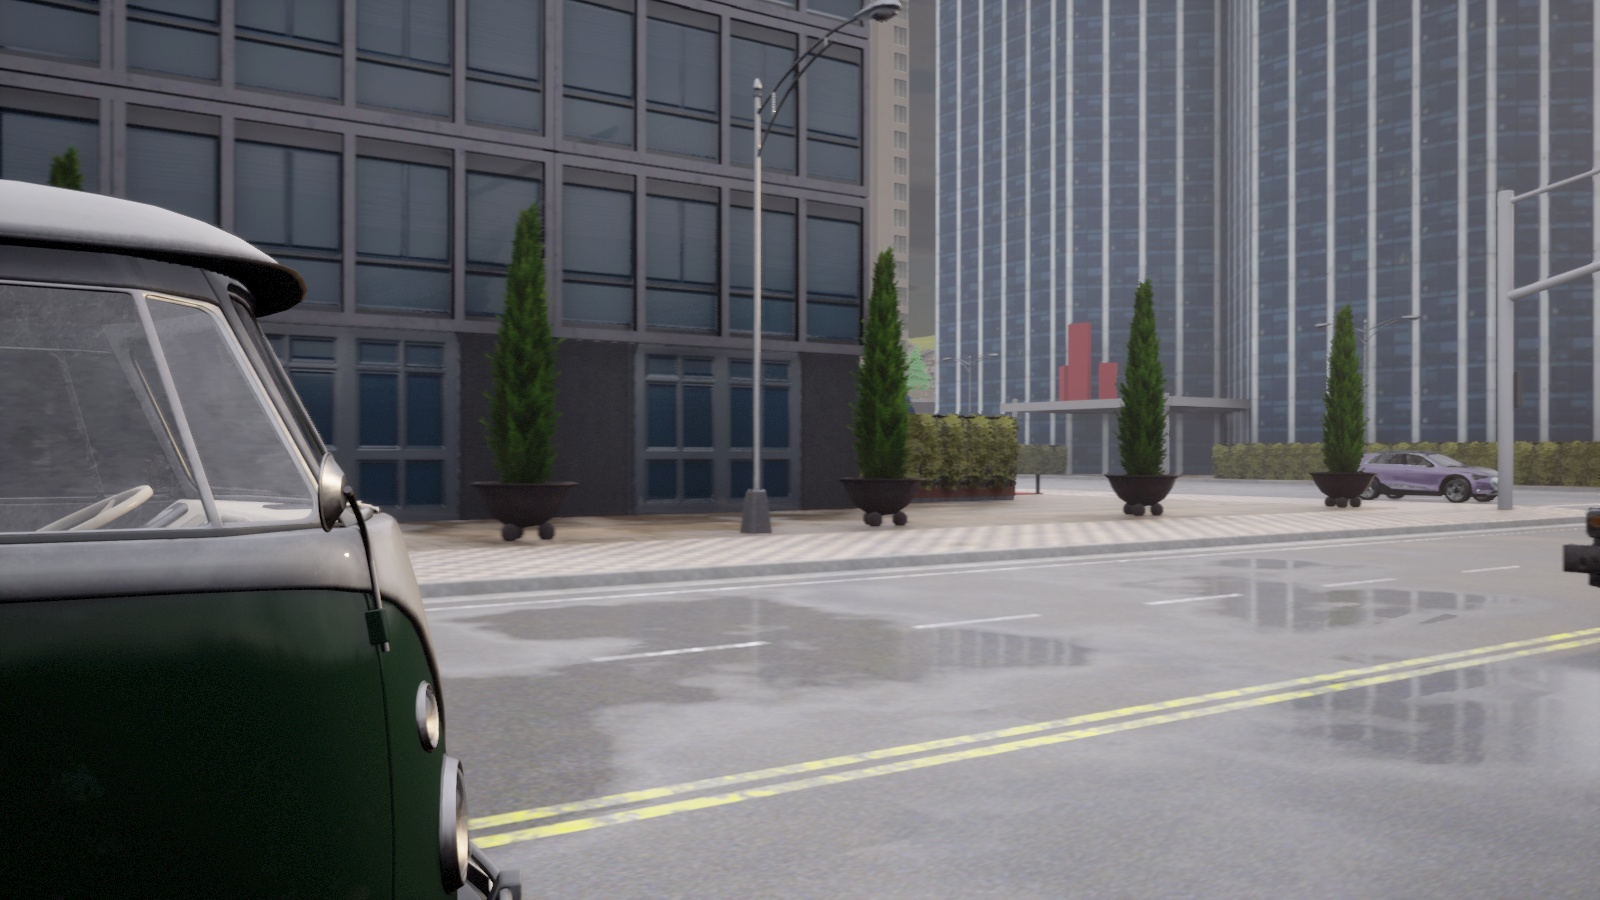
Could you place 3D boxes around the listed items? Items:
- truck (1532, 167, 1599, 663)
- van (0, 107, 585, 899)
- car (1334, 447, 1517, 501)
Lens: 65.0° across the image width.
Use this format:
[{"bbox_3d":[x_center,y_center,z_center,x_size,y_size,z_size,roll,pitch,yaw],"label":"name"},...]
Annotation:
[{"bbox_3d":[9.406,-0.234,10.210,7.936,3.462,2.891,0,0,-35],"label":"truck"},{"bbox_3d":[-2.724,0.508,1.764,4.442,1.987,1.775,0,0,-35],"label":"van"},{"bbox_3d":[19.979,0.732,40.306,2.033,1.649,4.856,0,0,-35],"label":"car"}]
